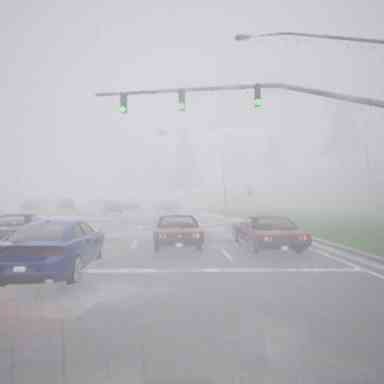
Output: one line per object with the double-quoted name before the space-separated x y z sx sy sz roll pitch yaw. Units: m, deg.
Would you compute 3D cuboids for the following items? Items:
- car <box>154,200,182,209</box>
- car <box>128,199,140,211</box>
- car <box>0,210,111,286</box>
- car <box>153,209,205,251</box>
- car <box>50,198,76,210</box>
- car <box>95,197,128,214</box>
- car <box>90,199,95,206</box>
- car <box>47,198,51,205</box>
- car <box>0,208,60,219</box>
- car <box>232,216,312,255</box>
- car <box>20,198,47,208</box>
"car" -2.989 1.623 40.191 1.895 1.301 4.718 0 0 -25
"car" -7.792 1.570 41.458 1.812 1.442 4.674 0 0 -26
"car" -3.834 1.497 9.560 1.882 1.535 5.008 0 0 -4
"car" -0.658 1.607 14.160 1.895 1.301 4.718 0 0 -5
"car" -15.729 1.583 41.062 1.837 1.490 4.892 1 -1 -33
"car" -8.694 1.594 35.499 2.033 1.411 5.357 0 0 -23
"car" -15.609 1.609 57.070 4.674 1.442 1.812 0 0 40
"car" -24.408 1.670 55.222 5.357 1.411 2.033 0 0 33
"car" -7.785 1.639 15.116 1.895 1.301 4.718 0 0 -6
"car" 2.924 1.590 13.358 1.895 1.301 4.718 0 0 -5
"car" -19.875 1.590 40.939 2.128 1.511 4.902 0 0 -36
